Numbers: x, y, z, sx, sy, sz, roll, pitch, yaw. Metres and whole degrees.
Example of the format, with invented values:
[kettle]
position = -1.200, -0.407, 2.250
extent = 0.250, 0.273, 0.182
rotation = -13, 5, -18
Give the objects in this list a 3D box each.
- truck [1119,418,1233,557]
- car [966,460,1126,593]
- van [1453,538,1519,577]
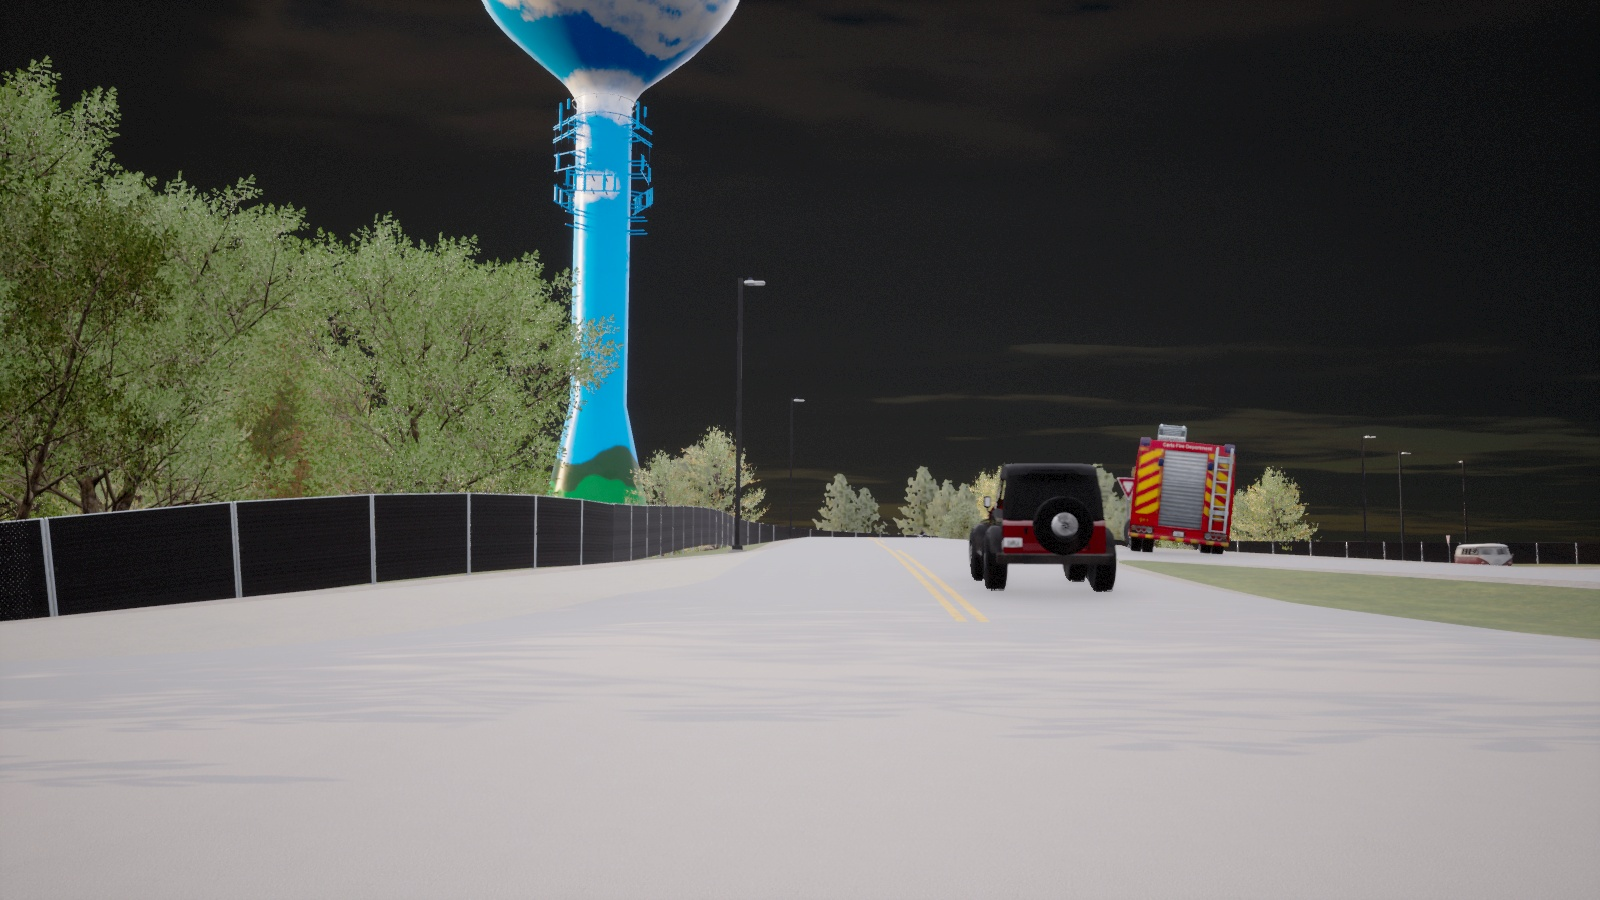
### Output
[truck]
position = 12.217, 1.366, 41.063
extent = 2.891, 3.827, 8.468
rotation = 5, -2, 16
[car]
position = 3.744, 1.151, 19.747
extent = 1.905, 1.878, 3.866
rotation = 0, -2, 3
[van]
position = 36.386, 5.684, 66.718
extent = 1.775, 1.987, 4.442
rotation = -1, -5, 11
